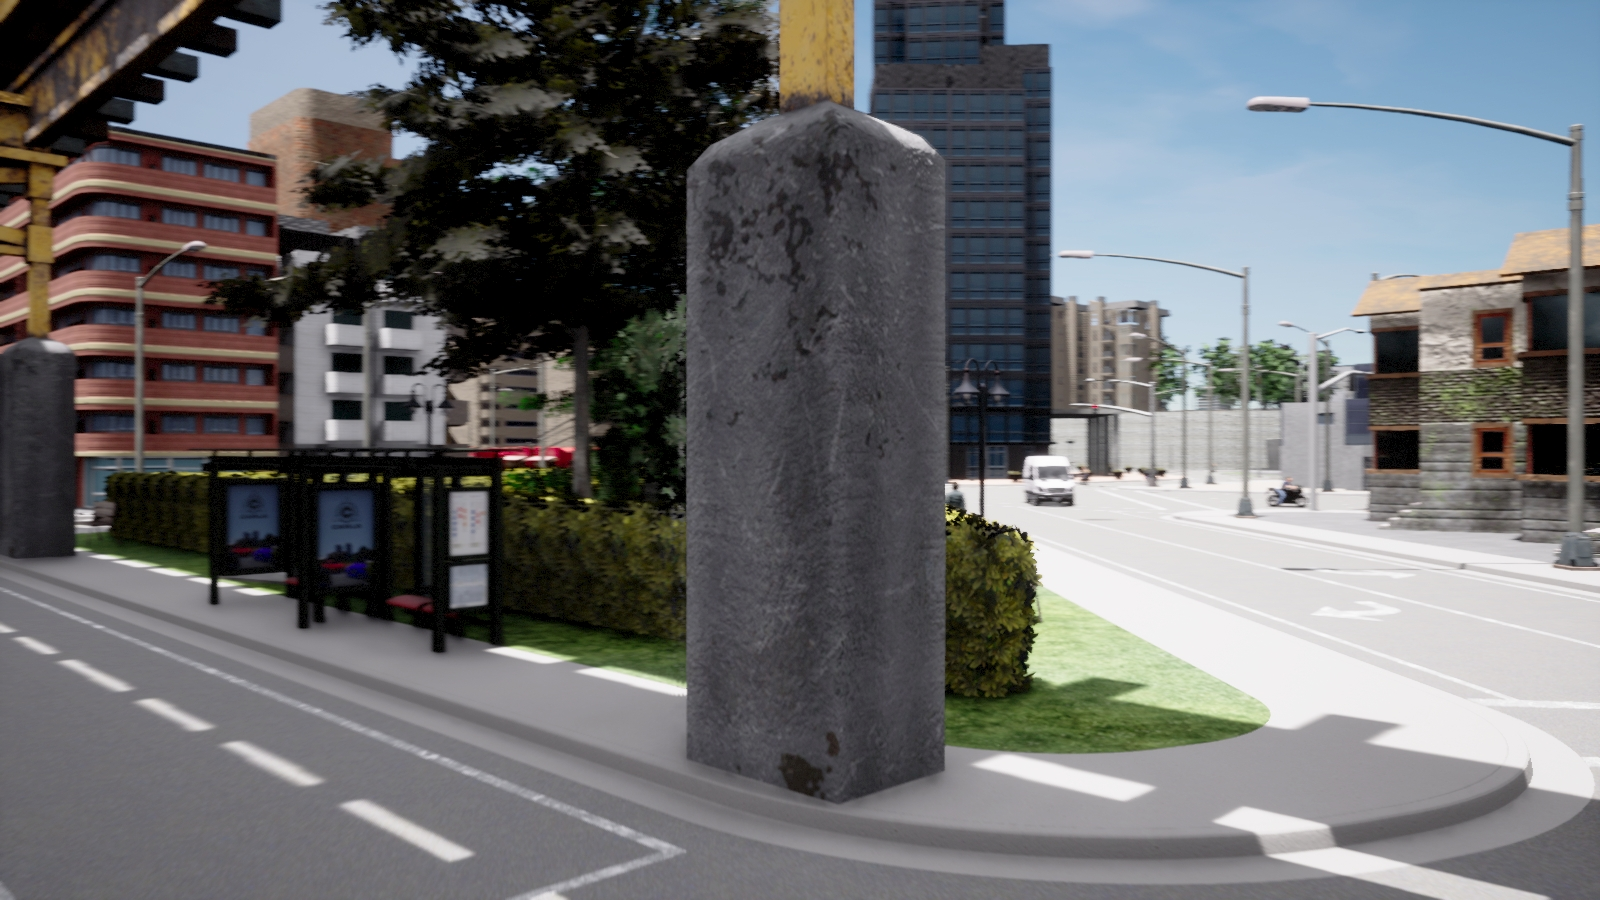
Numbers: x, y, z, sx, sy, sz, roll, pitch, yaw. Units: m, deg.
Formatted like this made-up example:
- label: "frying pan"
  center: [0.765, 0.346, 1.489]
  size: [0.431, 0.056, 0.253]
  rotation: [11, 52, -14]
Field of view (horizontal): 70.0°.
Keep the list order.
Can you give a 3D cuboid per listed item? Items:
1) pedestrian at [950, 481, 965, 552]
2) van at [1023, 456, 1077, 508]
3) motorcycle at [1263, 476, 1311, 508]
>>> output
- label: "pedestrian"
  center: [4.145, 1.745, 30.157]
  size: [0.375, 1.860, 0.375]
  rotation: [0, 0, 6]
- label: "van"
  center: [13.082, 1.610, 60.125]
  size: [1.988, 2.561, 5.915]
  rotation: [0, 0, 4]
- label: "motorcycle"
  center: [24.051, 2.067, 56.420]
  size: [2.033, 1.505, 0.803]
  rotation: [-1, 0, 45]
